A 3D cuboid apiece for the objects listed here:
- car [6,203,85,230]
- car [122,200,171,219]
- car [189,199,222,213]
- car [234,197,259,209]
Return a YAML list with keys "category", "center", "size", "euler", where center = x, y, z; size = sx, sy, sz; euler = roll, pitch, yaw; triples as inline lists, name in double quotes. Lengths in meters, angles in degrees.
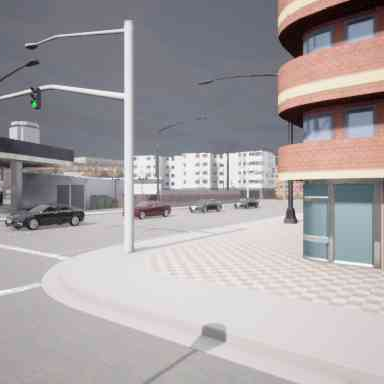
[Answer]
- category: "car"
  center: [-9.191, 1.505, 21.231]
  size: [1.837, 1.490, 4.892]
  euler: [0, 0, 34]
- category: "car"
  center: [-3.866, 1.478, 29.011]
  size: [1.882, 1.535, 5.008]
  euler: [0, 0, 34]
- category: "car"
  center: [1.553, 1.491, 36.858]
  size: [2.128, 1.511, 4.902]
  euler: [0, 0, 35]
- category: "car"
  center: [7.462, 1.491, 45.384]
  size: [2.128, 1.511, 4.902]
  euler: [0, 0, 35]
